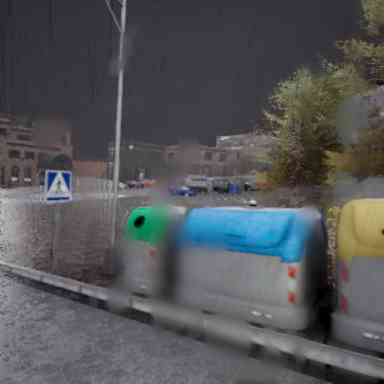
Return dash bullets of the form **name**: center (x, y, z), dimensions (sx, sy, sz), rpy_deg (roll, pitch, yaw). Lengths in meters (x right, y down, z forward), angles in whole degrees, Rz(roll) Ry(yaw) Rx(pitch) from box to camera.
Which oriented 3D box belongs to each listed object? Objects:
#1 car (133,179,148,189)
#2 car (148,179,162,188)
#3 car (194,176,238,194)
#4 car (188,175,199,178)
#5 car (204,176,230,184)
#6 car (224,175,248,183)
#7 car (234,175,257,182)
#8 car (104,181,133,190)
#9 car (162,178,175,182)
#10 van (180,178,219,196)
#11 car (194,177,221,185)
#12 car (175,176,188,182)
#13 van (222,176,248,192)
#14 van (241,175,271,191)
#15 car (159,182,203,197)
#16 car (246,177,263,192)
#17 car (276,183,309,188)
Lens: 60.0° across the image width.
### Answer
- **car**: center (-10.845, -1.302, 59.598), dimensions (4.792, 1.488, 2.163), rpy_deg (2, 5, 32)
- **car**: center (-8.522, -1.641, 61.383), dimensions (4.553, 1.767, 2.185), rpy_deg (2, 5, 32)
- **car**: center (3.299, -0.760, 48.903), dimensions (5.566, 2.045, 2.435), rpy_deg (4, 7, 34)
- **car**: center (-1.560, -2.072, 66.822), dimensions (5.008, 1.535, 2.097), rpy_deg (2, 5, 32)
- **car**: center (5.412, -2.623, 72.188), dimensions (5.008, 1.535, 2.097), rpy_deg (2, 5, 32)
- **car**: center (10.065, -2.989, 75.753), dimensions (5.008, 1.535, 2.097), rpy_deg (2, 5, 32)
- **car**: center (12.400, -3.170, 77.522), dimensions (4.892, 1.521, 2.231), rpy_deg (2, 6, 32)
- **car**: center (-13.198, -1.106, 57.809), dimensions (4.674, 1.452, 2.002), rpy_deg (2, 5, 32)
- **car**: center (-6.241, -1.673, 63.231), dimensions (4.792, 1.488, 2.163), rpy_deg (2, 6, 32)
- **van**: center (0.996, -0.545, 47.080), dimensions (4.442, 1.987, 1.878), rpy_deg (4, 7, 34)
- **car**: center (3.251, -2.437, 70.297), dimensions (5.366, 1.575, 1.946), rpy_deg (2, 5, 32)
- **car**: center (-3.865, -2.010, 64.986), dimensions (4.553, 1.767, 2.185), rpy_deg (2, 6, 32)
- **van**: center (5.655, -0.922, 50.706), dimensions (4.442, 1.987, 1.878), rpy_deg (4, 7, 34)
- **van**: center (10.713, -1.277, 54.093), dimensions (4.442, 1.987, 1.878), rpy_deg (4, 7, 34)
- **car**: center (-1.531, -0.145, 45.419), dimensions (5.008, 1.535, 2.097), rpy_deg (4, 7, 34)
- **car**: center (8.160, -1.001, 52.427), dimensions (4.553, 1.767, 2.185), rpy_deg (4, 7, 34)
- **car**: center (17.910, -1.580, 59.474), dimensions (4.792, 1.488, 2.163), rpy_deg (4, 7, 33)
